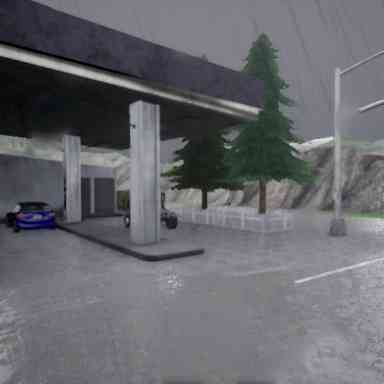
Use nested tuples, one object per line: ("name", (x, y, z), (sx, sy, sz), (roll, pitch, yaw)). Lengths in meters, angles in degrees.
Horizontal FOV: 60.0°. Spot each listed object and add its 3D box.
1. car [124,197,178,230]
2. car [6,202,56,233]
("car", (-2.547, 1.208, 19.676), (1.905, 1.878, 3.866), (-1, 1, -36))
("car", (-9.675, 1.407, 19.895), (2.242, 1.667, 4.611), (-1, 1, -36))
